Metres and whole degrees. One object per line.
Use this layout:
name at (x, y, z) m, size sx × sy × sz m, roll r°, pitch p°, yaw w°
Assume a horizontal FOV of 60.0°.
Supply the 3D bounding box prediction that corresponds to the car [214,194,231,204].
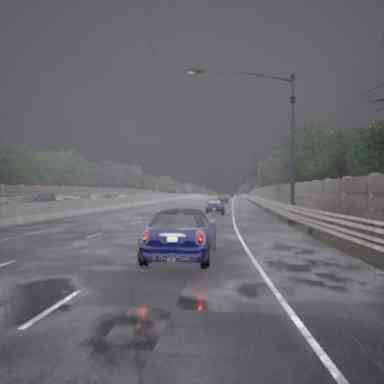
car at (5.548, 1.191, 60.055) m, size 2.097 × 1.767 × 4.553 m, roll 0°, pitch 0°, yaw 7°

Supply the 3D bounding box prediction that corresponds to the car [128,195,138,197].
car at (-11.549, 1.335, 64.508) m, size 2.033 × 1.411 × 5.357 m, roll 0°, pitch 0°, yaw 7°

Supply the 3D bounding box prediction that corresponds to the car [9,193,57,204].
car at (-15.458, 1.102, 32.656) m, size 2.150 × 2.045 × 5.566 m, roll 0°, pitch 0°, yaw 7°

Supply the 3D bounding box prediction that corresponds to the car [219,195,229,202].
car at (7.062, 1.352, 72.677) m, size 1.994 × 1.385 × 4.181 m, roll 0°, pitch 0°, yaw 7°

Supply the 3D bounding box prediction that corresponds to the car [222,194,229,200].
car at (9.065, 1.291, 89.353) m, size 1.812 × 1.442 × 4.674 m, roll 0°, pitch 0°, yaw 7°

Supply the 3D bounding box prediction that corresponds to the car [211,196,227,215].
car at (2.339, 1.446, 33.345) m, size 1.812 × 1.442 × 4.674 m, roll 0°, pitch 0°, yaw 7°

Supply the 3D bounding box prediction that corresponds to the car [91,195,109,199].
car at (-13.515, 1.190, 48.645) m, size 2.097 × 1.767 × 4.553 m, roll 0°, pitch 0°, yaw 7°

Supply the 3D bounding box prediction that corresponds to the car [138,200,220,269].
car at (-0.302, 1.321, 11.338) m, size 2.097 × 1.767 × 4.553 m, roll 0°, pitch 0°, yaw 7°
